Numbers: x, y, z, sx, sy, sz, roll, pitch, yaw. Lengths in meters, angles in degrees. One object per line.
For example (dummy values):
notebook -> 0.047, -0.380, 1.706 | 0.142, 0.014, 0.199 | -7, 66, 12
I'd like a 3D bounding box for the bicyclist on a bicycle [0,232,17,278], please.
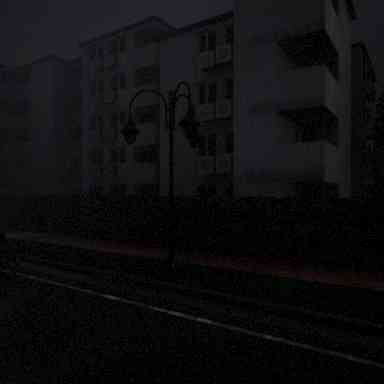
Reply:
bicyclist on a bicycle -> -5.181, 1.433, 8.294 | 0.582, 1.620, 1.656 | 0, 0, 34
